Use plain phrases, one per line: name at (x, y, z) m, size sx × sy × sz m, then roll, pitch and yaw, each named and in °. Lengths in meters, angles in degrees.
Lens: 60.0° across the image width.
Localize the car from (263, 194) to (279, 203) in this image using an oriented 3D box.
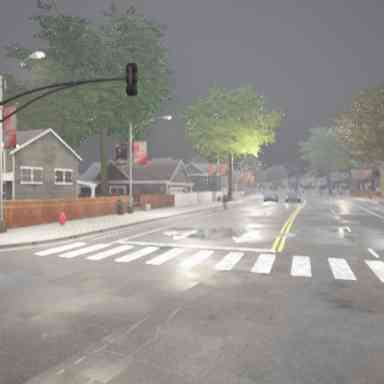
car at (12.251, 0.945, 51.294) m, size 1.994 × 1.385 × 4.181 m, roll 0°, pitch 1°, yaw 21°

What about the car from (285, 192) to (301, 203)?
car at (15.318, 0.749, 50.215) m, size 2.097 × 1.767 × 4.553 m, roll 0°, pitch 1°, yaw 21°

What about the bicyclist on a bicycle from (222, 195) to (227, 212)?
bicyclist on a bicycle at (3.128, 1.072, 31.897) m, size 0.582 × 1.620 × 1.656 m, roll 0°, pitch 1°, yaw 17°
